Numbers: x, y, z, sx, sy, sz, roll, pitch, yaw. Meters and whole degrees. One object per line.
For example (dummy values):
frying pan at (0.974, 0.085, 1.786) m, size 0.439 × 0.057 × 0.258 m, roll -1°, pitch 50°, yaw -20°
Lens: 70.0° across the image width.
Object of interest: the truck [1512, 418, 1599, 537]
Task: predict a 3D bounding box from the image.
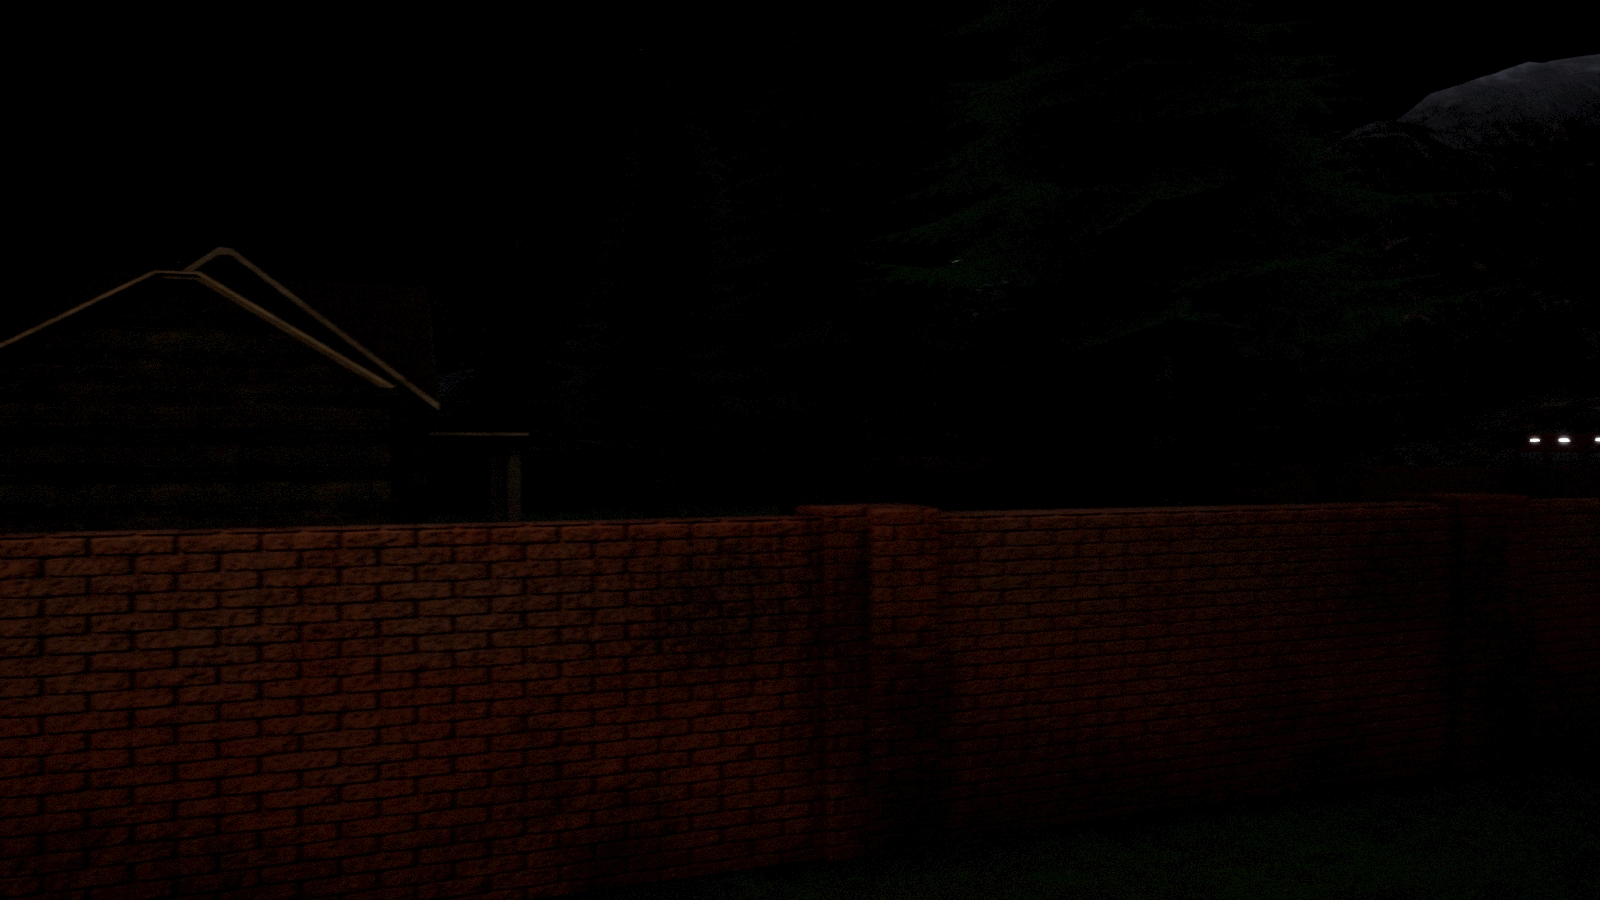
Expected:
truck at (27.422, 0.890, 35.986) m, size 2.891 × 3.827 × 8.468 m, roll 0°, pitch 0°, yaw -21°
